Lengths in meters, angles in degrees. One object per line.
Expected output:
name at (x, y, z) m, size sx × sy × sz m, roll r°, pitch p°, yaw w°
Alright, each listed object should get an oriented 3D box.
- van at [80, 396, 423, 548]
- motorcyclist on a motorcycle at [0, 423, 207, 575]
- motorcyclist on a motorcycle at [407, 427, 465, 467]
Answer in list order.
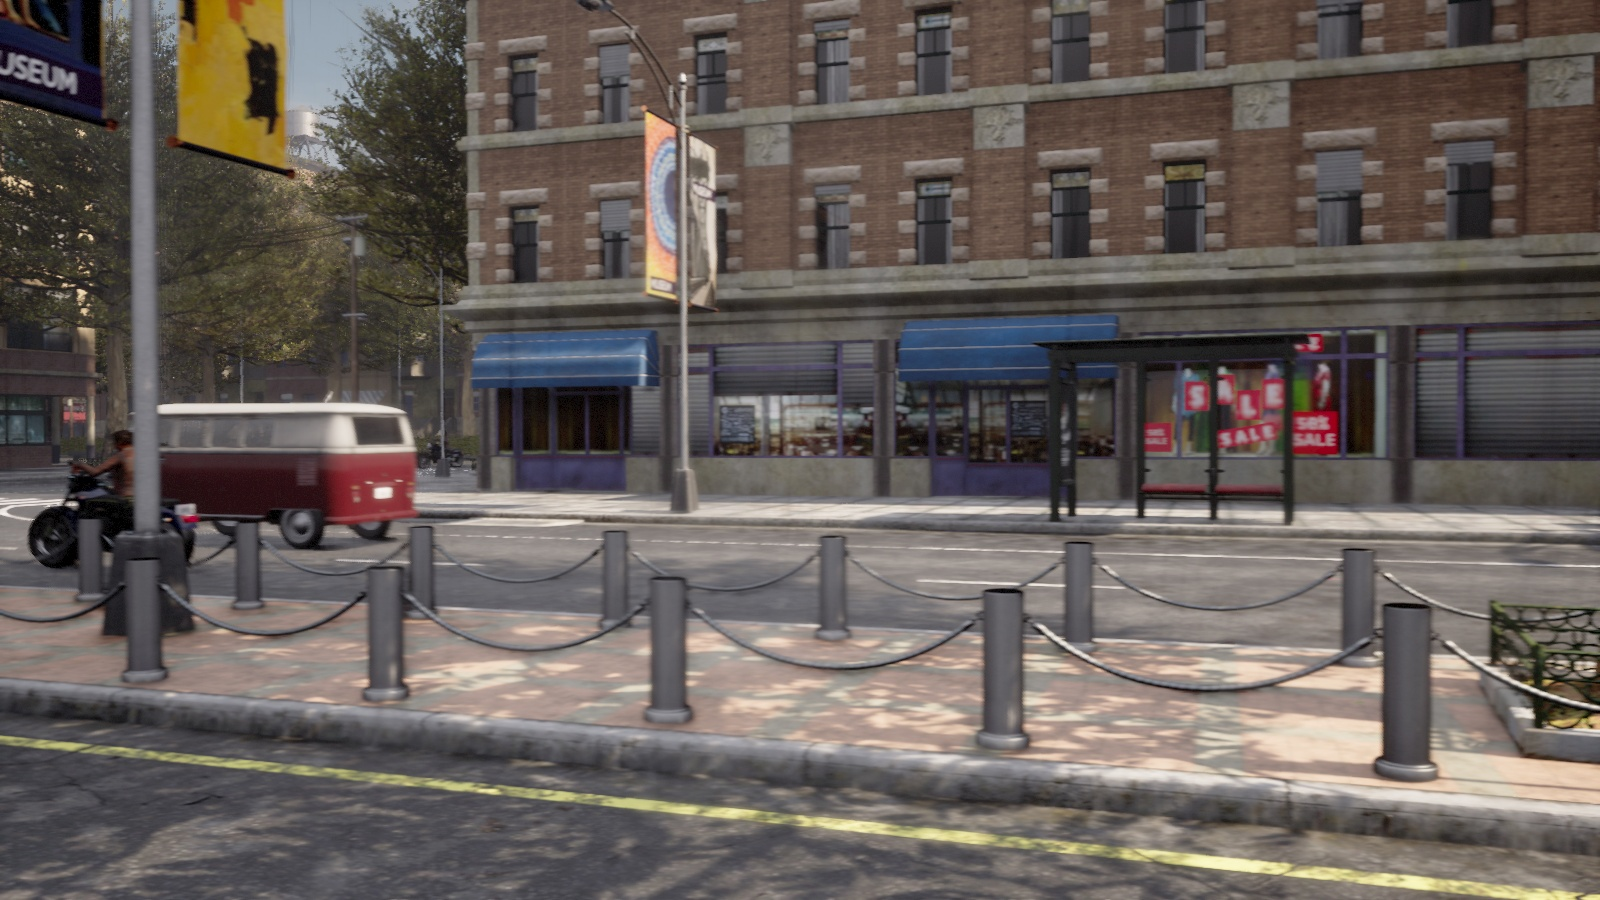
van at (-7.818, 0.262, 17.952) m, size 4.442 × 1.987 × 1.775 m, roll 1°, pitch 1°, yaw 19°
motorcyclist on a motorcycle at (-7.997, 0.517, 14.323) m, size 2.350 × 1.649 × 0.766 m, roll 0°, pitch 1°, yaw 19°
motorcyclist on a motorcycle at (-15.417, -0.133, 53.210) m, size 0.766 × 1.649 × 2.350 m, roll 2°, pitch 2°, yaw 37°
